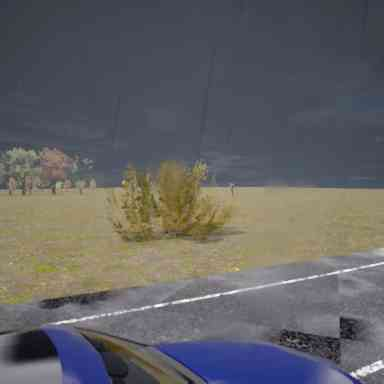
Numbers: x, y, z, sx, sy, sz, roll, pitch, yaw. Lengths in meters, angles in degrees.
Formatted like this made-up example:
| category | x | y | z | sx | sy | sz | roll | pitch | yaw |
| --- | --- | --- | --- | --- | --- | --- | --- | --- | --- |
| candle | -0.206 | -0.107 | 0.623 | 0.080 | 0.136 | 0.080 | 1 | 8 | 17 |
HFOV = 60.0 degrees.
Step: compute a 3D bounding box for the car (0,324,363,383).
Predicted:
| category | x | y | z | sx | sy | sz | roll | pitch | yaw |
| --- | --- | --- | --- | --- | --- | --- | --- | --- | --- |
| car | -0.771 | 1.525 | 1.623 | 4.674 | 1.442 | 1.812 | 0 | 0 | -30 |
